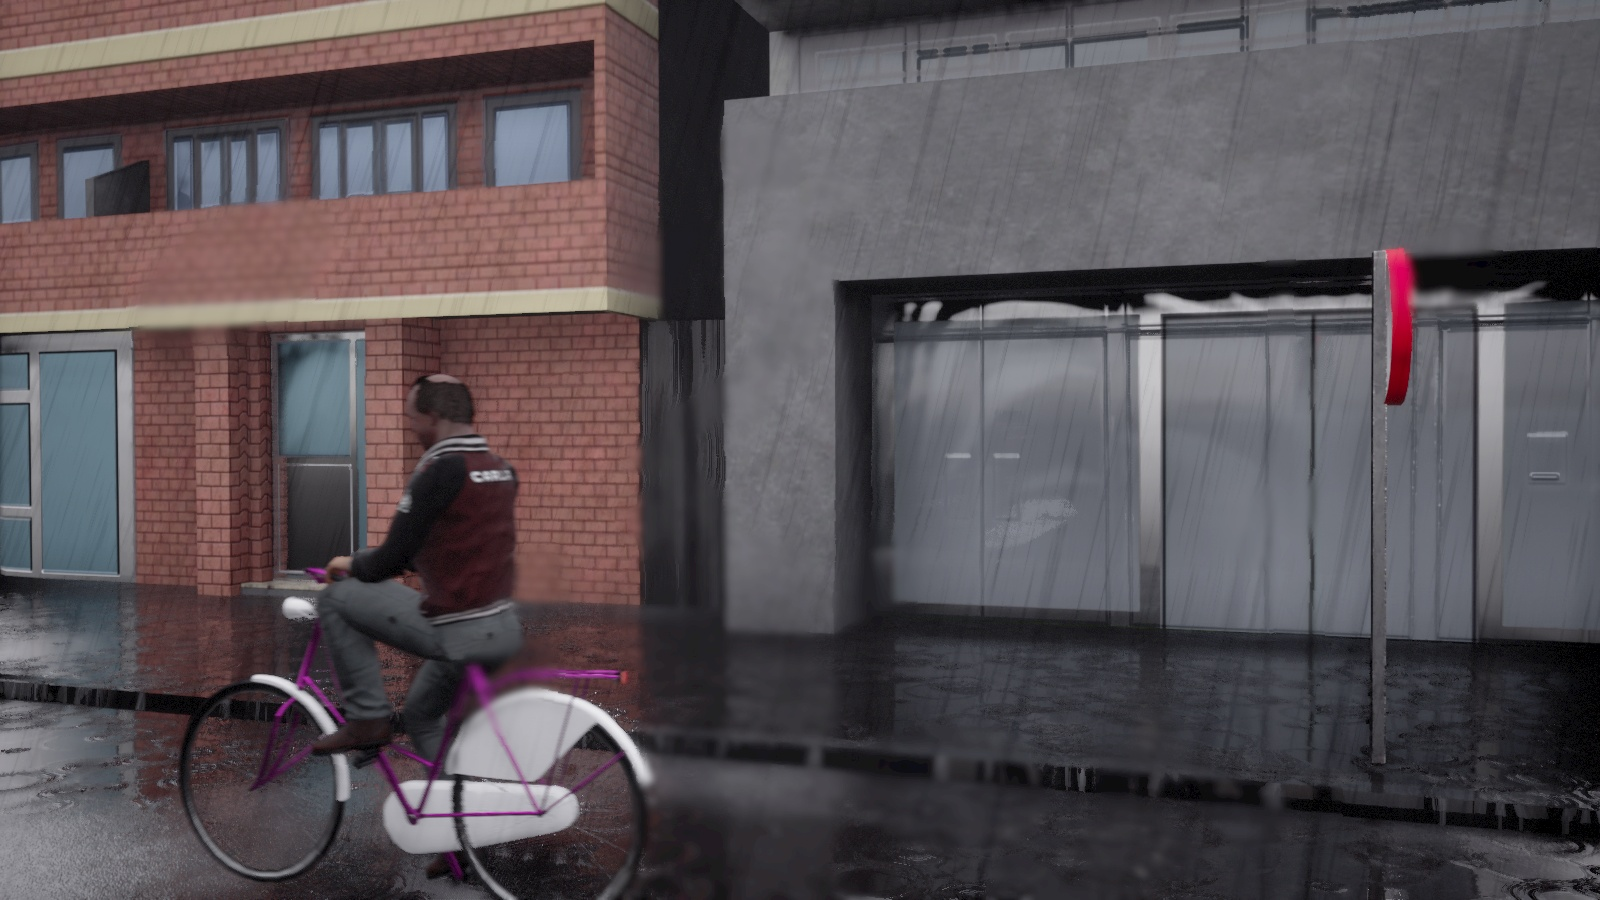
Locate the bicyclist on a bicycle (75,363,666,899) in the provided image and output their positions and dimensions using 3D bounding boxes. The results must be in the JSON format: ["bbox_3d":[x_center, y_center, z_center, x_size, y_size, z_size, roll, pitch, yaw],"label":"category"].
[{"bbox_3d":[-1.435,0.625,4.201,1.843,1.776,0.659,1,1,19],"label":"bicyclist on a bicycle"}]
